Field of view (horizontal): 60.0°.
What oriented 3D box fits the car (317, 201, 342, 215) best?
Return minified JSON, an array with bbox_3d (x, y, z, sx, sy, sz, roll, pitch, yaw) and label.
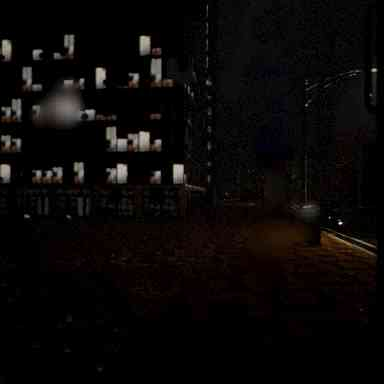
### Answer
[{"bbox_3d":[15.771,1.778,38.351,2.128,1.511,4.902,0,0,7],"label":"car"}]
